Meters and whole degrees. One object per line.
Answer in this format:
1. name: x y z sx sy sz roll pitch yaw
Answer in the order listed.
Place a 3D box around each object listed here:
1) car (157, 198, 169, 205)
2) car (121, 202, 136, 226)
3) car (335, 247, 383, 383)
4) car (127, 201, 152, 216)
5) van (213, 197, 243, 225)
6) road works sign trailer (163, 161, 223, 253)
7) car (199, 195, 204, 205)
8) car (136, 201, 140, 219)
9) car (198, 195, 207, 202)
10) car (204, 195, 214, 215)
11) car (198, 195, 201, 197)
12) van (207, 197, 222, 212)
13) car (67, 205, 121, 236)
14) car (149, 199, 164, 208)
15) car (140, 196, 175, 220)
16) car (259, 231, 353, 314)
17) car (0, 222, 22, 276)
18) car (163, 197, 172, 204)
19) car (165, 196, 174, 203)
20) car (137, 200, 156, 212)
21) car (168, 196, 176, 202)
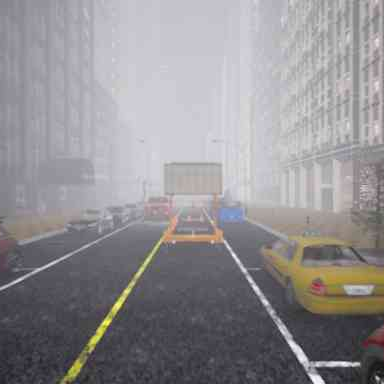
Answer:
1. car: -5.569 1.827 64.364 2.008 1.369 4.403 -1 0 0
2. car: -5.649 1.672 24.580 1.947 1.339 4.313 -1 0 0
3. car: 2.685 1.449 1.829 1.967 1.590 4.097 -1 0 0
4. car: -5.627 1.706 35.947 2.008 1.369 4.403 -1 0 0
5. van: 2.730 1.447 24.564 1.690 1.788 3.998 -1 0 0
6. road works sign trailer: 0.047 0.525 13.945 2.380 3.560 2.880 0 0 0
7. car: 2.811 1.827 64.348 2.008 1.369 4.403 -1 0 0
8. car: -5.637 1.676 30.263 1.887 1.381 4.507 -1 0 0
9. car: 2.866 1.711 92.768 2.192 1.841 5.009 -1 0 0
10. car: 2.752 1.470 35.931 2.192 1.841 5.009 -1 0 0
11. car: 2.854 1.687 87.083 2.192 1.841 5.009 -1 0 0
12. van: 2.764 1.520 41.615 1.690 1.788 3.998 -1 0 0
13. car: -5.660 1.633 18.896 2.008 1.369 4.403 -1 0 0
14. car: -5.592 1.779 52.998 2.008 1.369 4.403 -1 0 0
15. car: -3.038 1.352 30.347 2.150 2.045 5.566 0 0 0
16. car: 2.698 1.559 7.682 1.752 1.417 4.829 -1 0 0
17. car: -5.684 1.473 7.530 1.967 1.590 4.097 -1 0 0
18. car: -5.546 1.907 75.731 1.802 1.307 4.206 -1 0 0
19. car: -5.536 1.789 81.416 1.967 1.590 4.097 -1 0 0
20. car: -5.614 1.762 41.630 1.802 1.307 4.206 -1 0 0
21. car: -5.513 1.921 92.613 1.752 1.417 4.829 -1 0 0
